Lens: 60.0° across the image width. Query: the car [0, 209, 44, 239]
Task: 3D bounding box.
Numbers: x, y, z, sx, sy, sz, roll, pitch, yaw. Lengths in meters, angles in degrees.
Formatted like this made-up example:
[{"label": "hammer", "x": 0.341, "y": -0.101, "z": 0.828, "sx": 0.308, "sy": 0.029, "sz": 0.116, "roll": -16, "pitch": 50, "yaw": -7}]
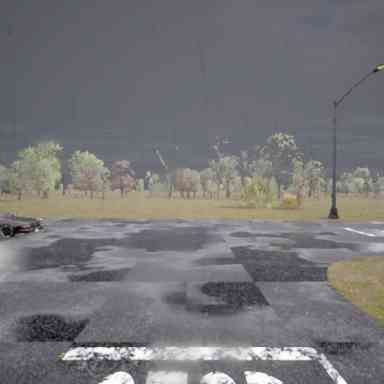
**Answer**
[{"label": "car", "x": -10.445, "y": 1.497, "z": 16.692, "sx": 5.357, "sy": 1.411, "sz": 2.033, "roll": 1, "pitch": 1, "yaw": 0}]
